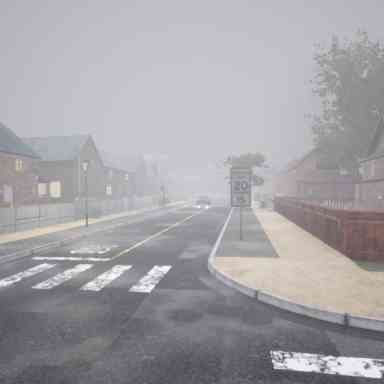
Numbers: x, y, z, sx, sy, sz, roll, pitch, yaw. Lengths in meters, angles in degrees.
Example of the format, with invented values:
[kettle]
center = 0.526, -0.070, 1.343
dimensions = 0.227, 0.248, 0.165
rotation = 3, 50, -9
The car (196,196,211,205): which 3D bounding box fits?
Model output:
[car]
center = 1.868, 1.287, 50.794
dimensions = 1.994, 1.385, 4.181
rotation = -1, 0, 8
